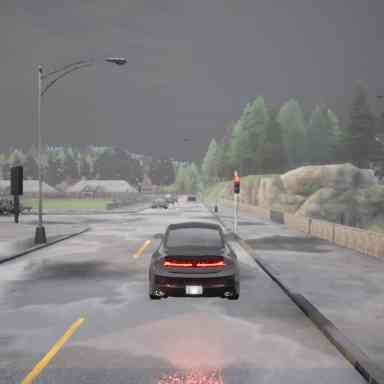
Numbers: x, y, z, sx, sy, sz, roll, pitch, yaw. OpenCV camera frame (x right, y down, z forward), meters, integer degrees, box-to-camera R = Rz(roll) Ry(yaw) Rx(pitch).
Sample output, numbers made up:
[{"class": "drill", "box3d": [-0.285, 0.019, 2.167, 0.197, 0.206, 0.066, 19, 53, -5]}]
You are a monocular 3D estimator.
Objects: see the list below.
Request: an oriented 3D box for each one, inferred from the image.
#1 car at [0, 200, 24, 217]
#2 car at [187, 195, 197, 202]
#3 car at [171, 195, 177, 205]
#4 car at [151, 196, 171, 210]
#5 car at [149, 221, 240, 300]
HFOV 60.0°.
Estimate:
[{"class": "car", "box3d": [-18.391, 1.491, 31.073, 4.902, 1.511, 2.128, 0, 0, 0]}, {"class": "car", "box3d": [-0.032, 1.324, 70.999, 1.882, 1.535, 5.008, 0, 0, 0]}, {"class": "car", "box3d": [-4.108, 1.563, 57.468, 1.994, 1.385, 4.181, 0, 0, 0]}, {"class": "car", "box3d": [-4.118, 1.526, 43.040, 1.812, 1.442, 4.674, 0, 0, 0]}, {"class": "car", "box3d": [0.057, 1.505, 8.381, 1.837, 1.490, 4.892, 0, 0, 0]}]
